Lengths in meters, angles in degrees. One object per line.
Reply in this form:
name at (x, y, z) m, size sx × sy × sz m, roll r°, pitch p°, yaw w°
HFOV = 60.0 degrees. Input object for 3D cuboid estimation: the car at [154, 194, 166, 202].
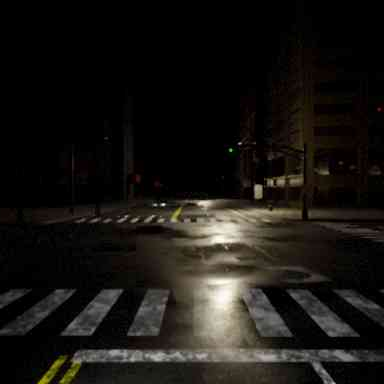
car at (-6.522, 1.105, 68.977) m, size 2.097 × 1.767 × 4.553 m, roll 0°, pitch 0°, yaw 0°

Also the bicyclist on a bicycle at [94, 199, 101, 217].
bicyclist on a bicycle at (-8.750, 1.499, 30.776) m, size 0.582 × 1.620 × 1.656 m, roll 0°, pitch 0°, yaw 0°

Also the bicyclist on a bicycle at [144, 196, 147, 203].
bicyclist on a bicycle at (-8.782, 1.566, 63.169) m, size 0.582 × 1.620 × 1.656 m, roll 0°, pitch -3°, yaw 0°

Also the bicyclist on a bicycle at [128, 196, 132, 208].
bicyclist on a bicycle at (-8.772, 1.446, 47.139) m, size 0.659 × 1.776 × 1.843 m, roll 0°, pitch 0°, yaw 0°
